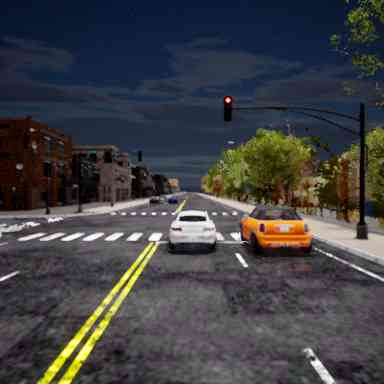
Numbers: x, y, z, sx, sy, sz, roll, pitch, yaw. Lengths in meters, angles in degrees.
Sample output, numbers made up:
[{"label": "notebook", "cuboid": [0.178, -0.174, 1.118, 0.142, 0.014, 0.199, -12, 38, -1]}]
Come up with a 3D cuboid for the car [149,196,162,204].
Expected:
[{"label": "car", "cuboid": [-6.619, 1.560, 60.201, 1.895, 1.301, 4.718, 0, 0, 0]}]

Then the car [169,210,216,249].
[{"label": "car", "cuboid": [0.048, 1.515, 14.365, 1.812, 1.442, 4.674, 0, 0, 1]}]

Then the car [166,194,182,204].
[{"label": "car", "cuboid": [-3.370, 1.560, 60.212, 1.895, 1.301, 4.718, 0, 0, 0]}]

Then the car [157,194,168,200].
[{"label": "car", "cuboid": [-6.614, 1.104, 75.985, 2.033, 1.411, 5.357, 0, 0, 0]}]

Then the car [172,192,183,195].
[{"label": "car", "cuboid": [-3.364, 0.789, 75.964, 2.150, 2.045, 5.566, 0, 0, 0]}]

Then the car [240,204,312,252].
[{"label": "car", "cuboid": [3.294, 1.341, 13.884, 2.097, 1.767, 4.553, 0, 0, 1]}]
